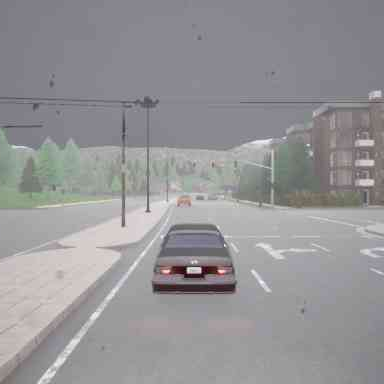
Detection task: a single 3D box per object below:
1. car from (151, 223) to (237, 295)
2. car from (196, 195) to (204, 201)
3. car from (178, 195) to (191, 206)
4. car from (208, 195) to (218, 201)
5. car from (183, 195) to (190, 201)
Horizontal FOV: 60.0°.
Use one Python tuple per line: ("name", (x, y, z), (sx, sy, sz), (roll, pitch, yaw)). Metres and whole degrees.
("car", (0.052, 1.550, 8.898), (2.033, 1.411, 5.357), (0, 0, 0))
("car", (2.073, 1.505, 85.505), (1.882, 1.535, 5.008), (0, 0, 0))
("car", (-1.297, 1.370, 54.645), (2.097, 1.767, 4.553), (0, 0, -1))
("car", (5.573, 1.567, 85.508), (2.033, 1.411, 5.357), (0, 0, 0))
("car", (-1.427, 1.551, 85.470), (1.812, 1.442, 4.674), (0, 0, 0))
